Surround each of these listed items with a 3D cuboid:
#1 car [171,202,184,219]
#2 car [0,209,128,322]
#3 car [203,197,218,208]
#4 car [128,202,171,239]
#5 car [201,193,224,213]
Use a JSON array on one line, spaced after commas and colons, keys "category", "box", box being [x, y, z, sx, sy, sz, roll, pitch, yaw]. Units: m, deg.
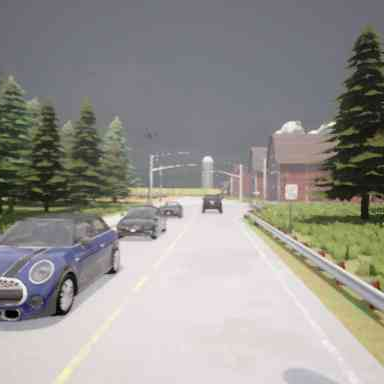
[{"category": "car", "box": [-1.786, 1.531, 28.916, 1.994, 1.385, 4.181, 1, 0, 3]}, {"category": "car", "box": [-3.150, 1.309, 7.433, 2.097, 1.767, 4.553, 1, 0, 4]}, {"category": "car", "box": [2.633, 1.565, 48.766, 2.033, 1.411, 5.357, 1, 0, 2]}, {"category": "car", "box": [-2.460, 1.468, 17.204, 1.837, 1.490, 4.892, 1, 0, 4]}, {"category": "car", "box": [2.227, 1.240, 37.126, 2.150, 2.045, 5.566, 1, 0, 2]}]
